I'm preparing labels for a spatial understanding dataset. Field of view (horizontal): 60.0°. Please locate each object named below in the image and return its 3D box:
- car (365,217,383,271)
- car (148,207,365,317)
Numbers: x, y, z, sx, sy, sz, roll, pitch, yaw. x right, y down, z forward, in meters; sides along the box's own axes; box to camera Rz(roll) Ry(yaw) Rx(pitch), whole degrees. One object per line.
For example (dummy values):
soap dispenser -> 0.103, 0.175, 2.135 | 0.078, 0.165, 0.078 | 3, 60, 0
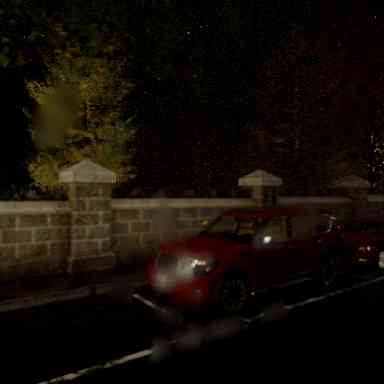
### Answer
car -> 6.084, 1.521, 10.890 | 4.507, 1.381, 1.887 | 0, 1, -35
car -> 1.514, 1.304, 7.627 | 5.009, 1.841, 2.192 | 0, 1, -35
